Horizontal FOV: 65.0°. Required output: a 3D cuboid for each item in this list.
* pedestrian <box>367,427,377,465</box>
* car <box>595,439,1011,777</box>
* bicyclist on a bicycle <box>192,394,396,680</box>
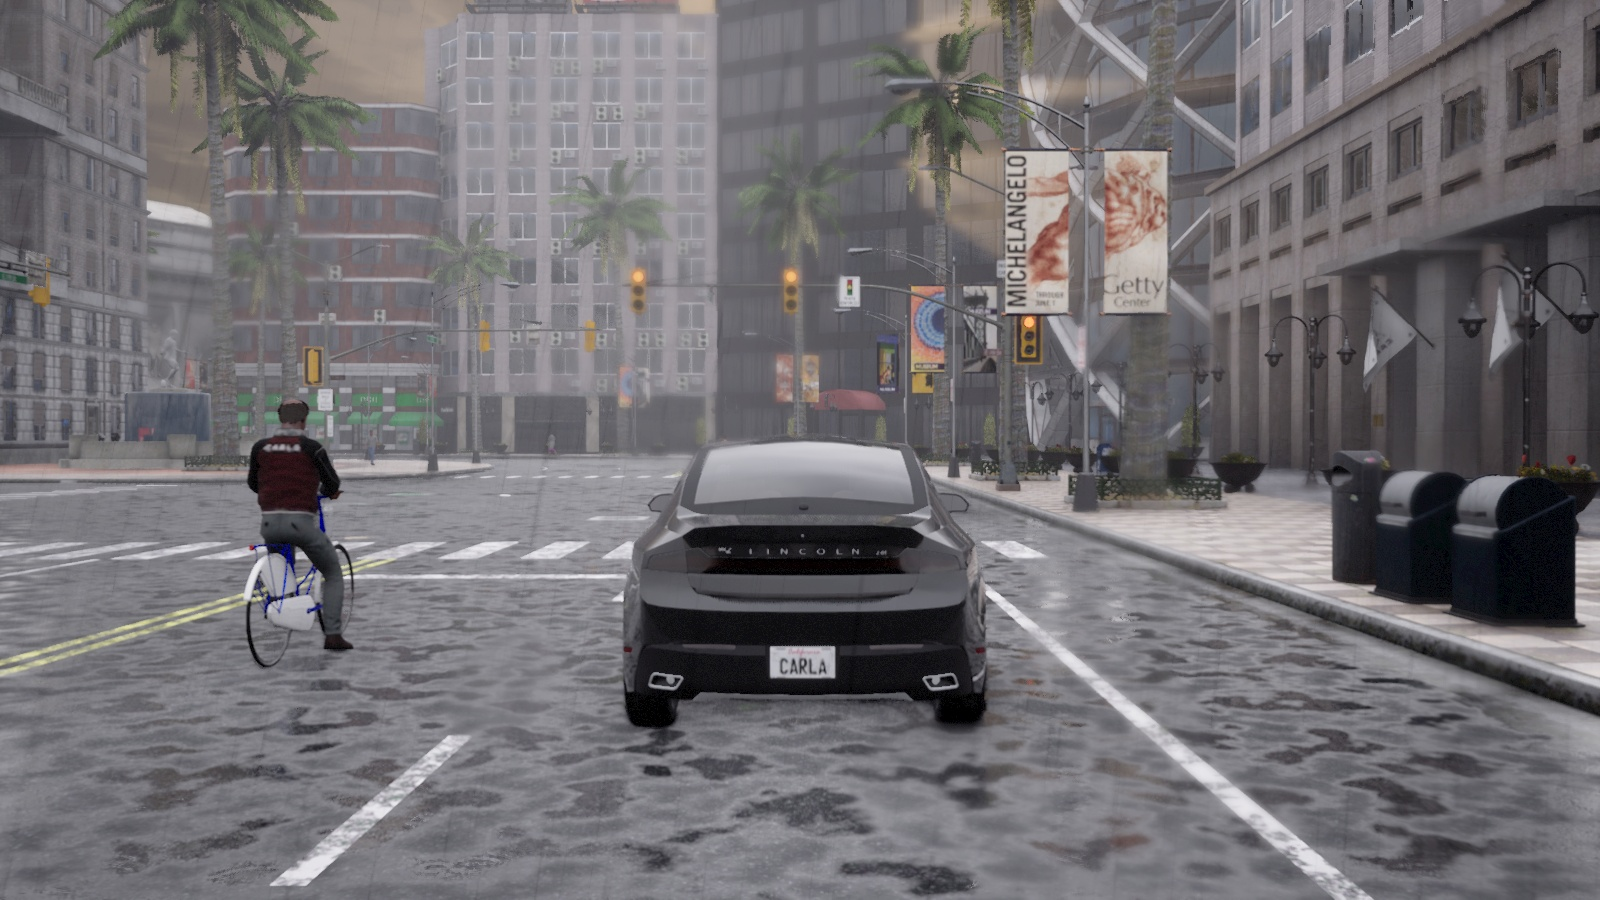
[{"bbox_3d":[-20.961,-0.201,61.523,0.354,1.836,0.706,0,1,-8],"label":"pedestrian"},{"bbox_3d":[0.047,0.674,7.988,1.837,1.490,4.892,0,1,1],"label":"car"},{"bbox_3d":[-3.432,0.530,8.711,0.659,1.776,1.843,0,1,0],"label":"bicyclist on a bicycle"}]
